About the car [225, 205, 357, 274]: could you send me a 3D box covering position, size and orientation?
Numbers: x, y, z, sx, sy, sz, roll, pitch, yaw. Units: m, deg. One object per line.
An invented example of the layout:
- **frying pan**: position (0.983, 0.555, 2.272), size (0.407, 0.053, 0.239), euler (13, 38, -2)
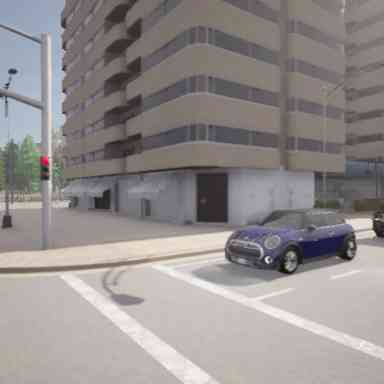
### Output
- **car**: position (3.210, 1.325, 10.580), size (4.553, 1.767, 2.097), euler (0, 0, -36)

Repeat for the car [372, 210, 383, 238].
- **car**: position (11.017, 1.139, 16.146), size (5.566, 2.045, 2.150), euler (0, 0, -35)
